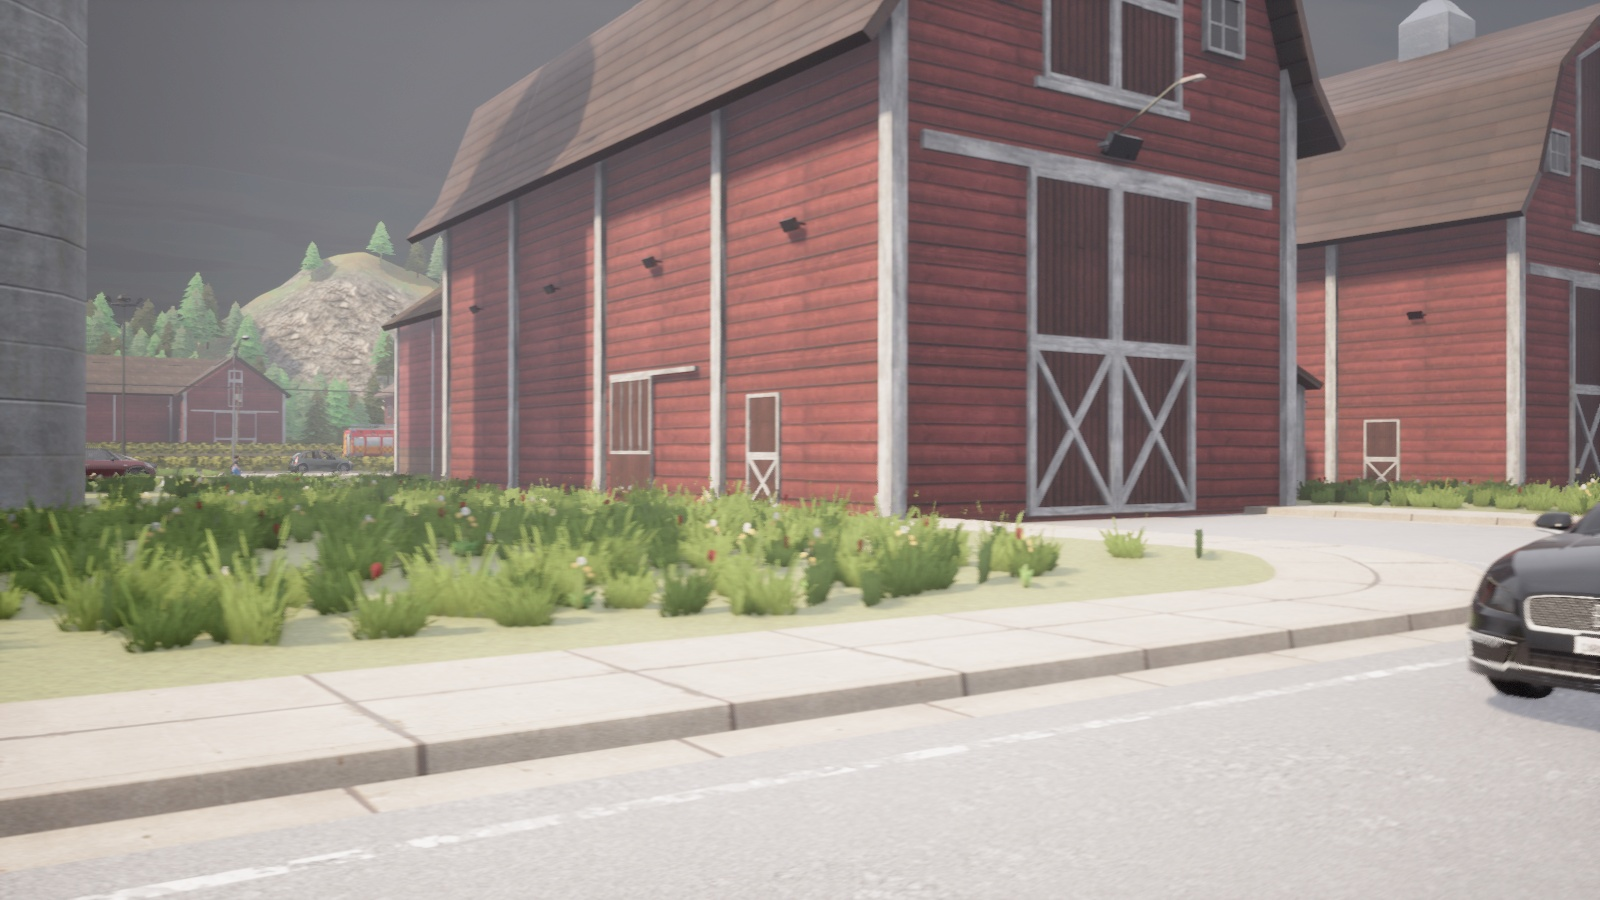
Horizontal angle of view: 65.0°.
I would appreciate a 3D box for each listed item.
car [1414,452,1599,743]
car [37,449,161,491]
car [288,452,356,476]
[{"bbox_3d":[6.075,0.757,7.886,4.892,1.490,1.837,0,0,-35],"label":"car"},{"bbox_3d":[-30.556,0.829,54.780,4.553,1.767,2.097,0,0,-35],"label":"car"},{"bbox_3d":[-32.396,0.947,85.067,3.988,1.617,1.851,0,0,-34],"label":"car"}]
